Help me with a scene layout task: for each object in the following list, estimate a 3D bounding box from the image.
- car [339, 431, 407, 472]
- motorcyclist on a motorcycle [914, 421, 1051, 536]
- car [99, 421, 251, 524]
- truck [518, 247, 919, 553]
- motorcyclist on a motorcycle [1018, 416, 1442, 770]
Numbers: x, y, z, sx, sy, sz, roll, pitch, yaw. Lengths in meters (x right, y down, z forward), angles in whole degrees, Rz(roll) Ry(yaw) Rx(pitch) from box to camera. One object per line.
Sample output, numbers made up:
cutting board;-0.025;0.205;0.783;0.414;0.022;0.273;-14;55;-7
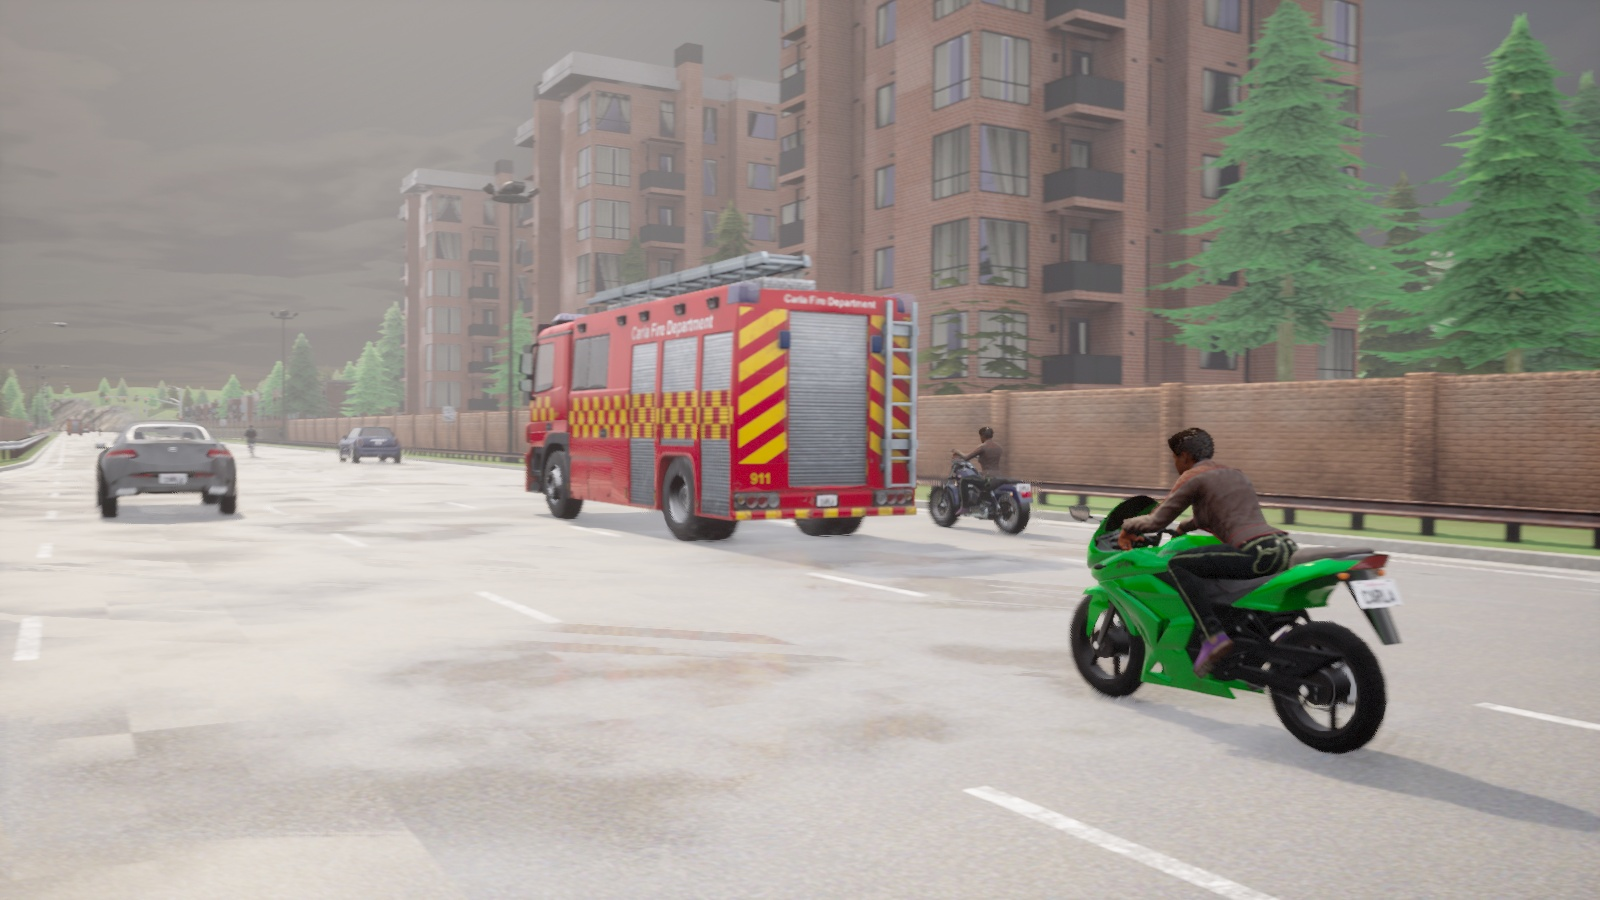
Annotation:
car;-19.770;0.053;58.037;2.097;1.767;4.553;-1;1;-30
motorcyclist on a motorcycle;2.759;0.400;19.288;0.766;1.649;2.350;-1;1;-30
car;-11.572;0.338;23.045;2.152;1.651;5.027;-1;1;-30
truck;-1.772;-0.675;20.083;2.891;3.827;8.468;-1;1;-30
motorcyclist on a motorcycle;2.107;0.605;6.486;0.797;1.523;2.044;-1;1;-30
